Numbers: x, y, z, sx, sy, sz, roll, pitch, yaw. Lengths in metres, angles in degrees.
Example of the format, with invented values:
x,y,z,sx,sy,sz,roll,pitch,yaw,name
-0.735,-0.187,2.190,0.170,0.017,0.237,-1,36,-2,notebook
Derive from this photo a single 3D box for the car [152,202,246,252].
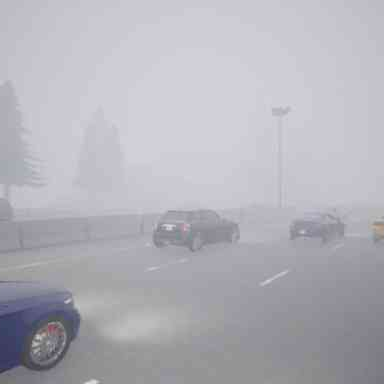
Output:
x,y,z,sx,sy,sz,roll,pitch,yaw,name
0.333,1.529,15.108,2.097,1.767,4.553,0,-1,36,car

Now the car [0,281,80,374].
x,y,z,sx,sy,sz,roll,pitch,yaw,name
-3.399,1.550,3.424,1.812,1.442,4.674,0,-1,32,car

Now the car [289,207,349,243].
x,y,z,sx,sy,sz,roll,pitch,yaw,name
6.726,1.766,17.722,1.812,1.442,4.674,0,-1,39,car

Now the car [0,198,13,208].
x,y,z,sx,sy,sz,roll,pitch,yaw,name
-15.555,1.418,23.392,2.150,2.045,5.566,0,-1,36,car

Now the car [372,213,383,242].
x,y,z,sx,sy,sz,roll,pitch,yaw,name
10.694,1.730,17.079,1.882,1.535,5.008,0,-1,39,car

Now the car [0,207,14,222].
x,y,z,sx,sy,sz,roll,pitch,yaw,name
-11.877,1.682,16.459,2.033,1.411,5.357,0,-1,34,car

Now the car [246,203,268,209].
x,y,z,sx,sy,sz,roll,pitch,yaw,name
8.364,2.185,45.645,5.357,1.411,2.033,1,-1,-44,car
